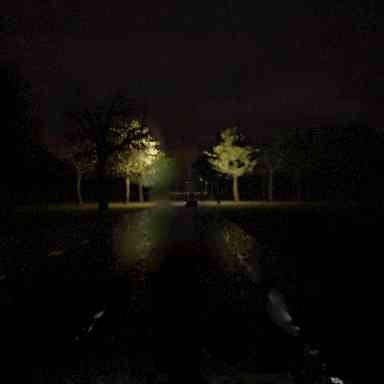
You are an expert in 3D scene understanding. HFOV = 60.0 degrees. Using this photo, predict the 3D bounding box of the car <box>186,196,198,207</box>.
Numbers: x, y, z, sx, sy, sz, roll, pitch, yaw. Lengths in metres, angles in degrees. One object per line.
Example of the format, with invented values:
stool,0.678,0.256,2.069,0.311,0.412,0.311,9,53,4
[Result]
car,-0.017,1.817,56.460,2.128,1.511,4.902,0,0,0
